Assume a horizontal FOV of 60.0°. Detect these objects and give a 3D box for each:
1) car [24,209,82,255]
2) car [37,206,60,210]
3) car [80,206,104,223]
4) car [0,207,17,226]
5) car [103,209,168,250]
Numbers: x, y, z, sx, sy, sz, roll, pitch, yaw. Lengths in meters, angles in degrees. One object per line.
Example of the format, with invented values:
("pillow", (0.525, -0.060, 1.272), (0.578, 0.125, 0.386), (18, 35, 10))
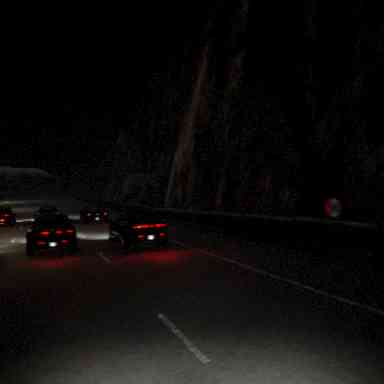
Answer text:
("car", (-6.179, 1.725, 14.654), (1.837, 1.490, 4.892), (-2, 0, -24))
("car", (-12.509, 1.908, 28.958), (1.994, 1.385, 4.181), (-2, 1, -24))
("car", (-8.352, 1.817, 28.199), (1.895, 1.301, 4.718), (-2, 0, -24))
("car", (-15.505, 1.962, 27.076), (1.837, 1.490, 4.892), (-2, 1, -24))
("car", (-2.567, 1.594, 15.128), (1.837, 1.490, 4.892), (-2, -1, -24))
